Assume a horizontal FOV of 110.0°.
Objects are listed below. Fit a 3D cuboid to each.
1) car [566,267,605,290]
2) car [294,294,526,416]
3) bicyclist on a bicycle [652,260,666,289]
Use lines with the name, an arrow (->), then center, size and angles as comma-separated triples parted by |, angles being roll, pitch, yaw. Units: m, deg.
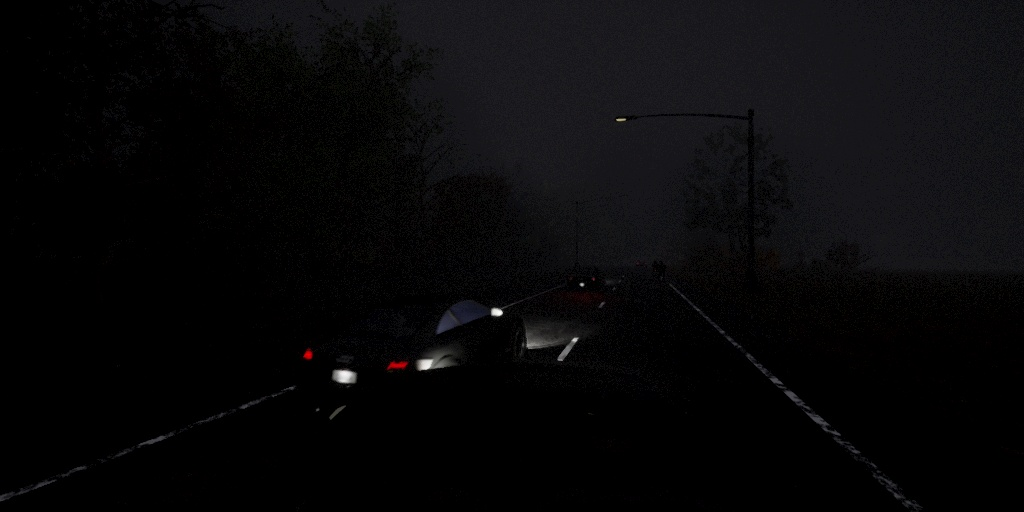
car -> 4.815, 1.355, 22.836 | 1.895, 1.301, 4.718 | 0, 0, 20
car -> -1.192, 1.314, 5.884 | 1.994, 1.385, 4.181 | 0, 0, 20
bicyclist on a bicycle -> 9.179, 1.126, 22.077 | 0.659, 1.776, 1.843 | 0, 0, 19
